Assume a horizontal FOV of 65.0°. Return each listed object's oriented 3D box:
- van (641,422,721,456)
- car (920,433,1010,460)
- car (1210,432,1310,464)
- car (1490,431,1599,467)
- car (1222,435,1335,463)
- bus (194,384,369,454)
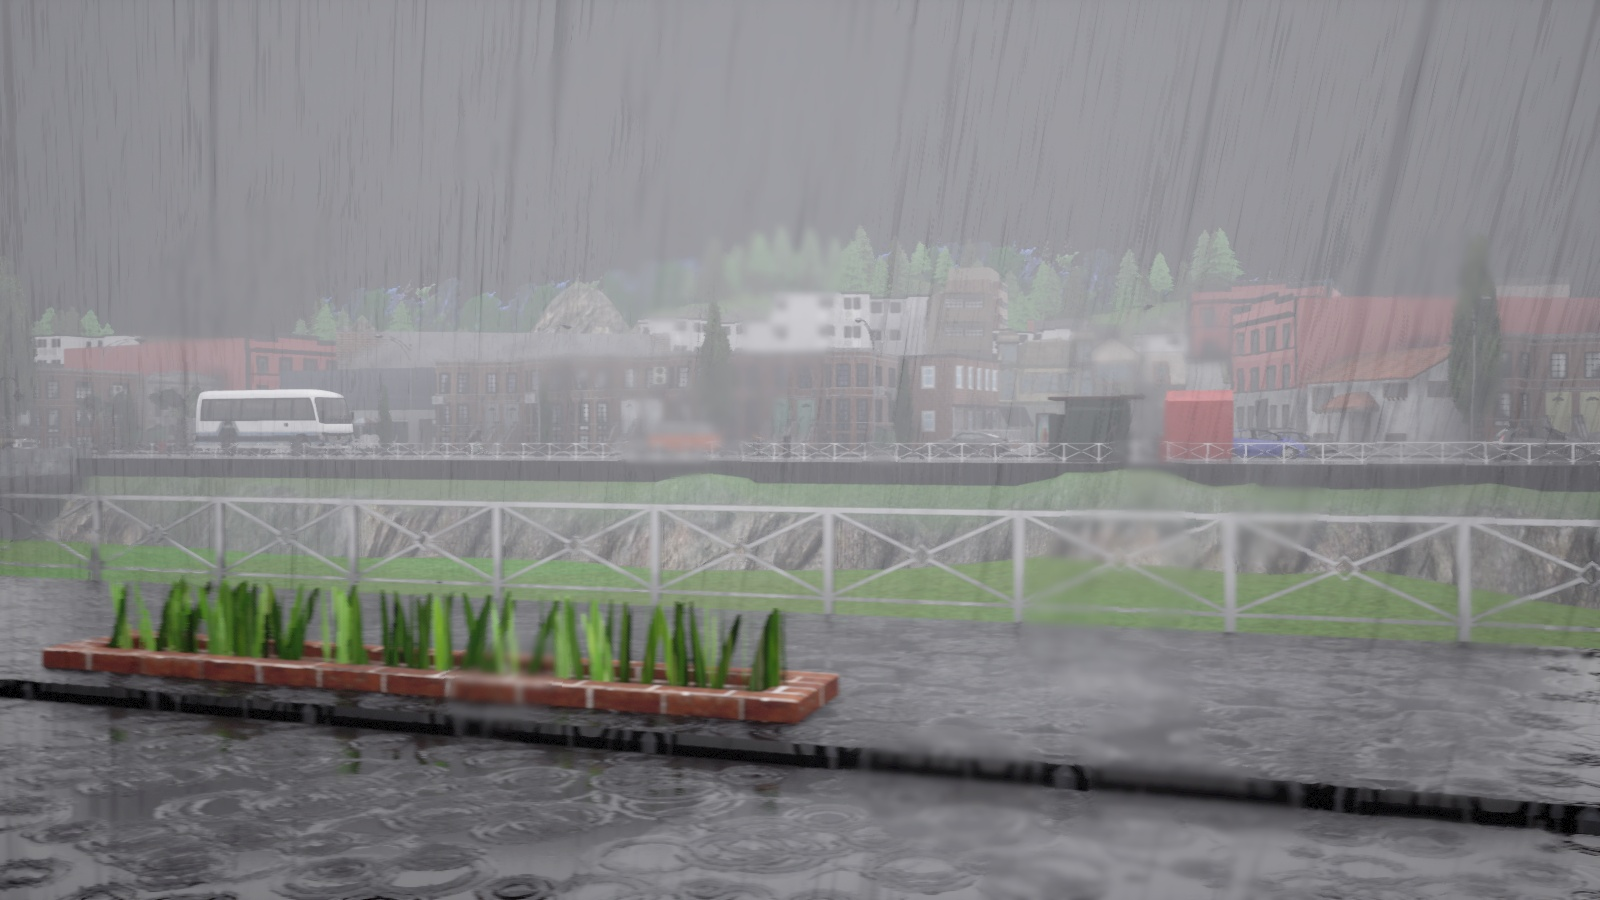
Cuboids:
[{"bbox_3d":[-7.128,-0.655,75.416,4.442,1.987,1.775,1,1,19],"label":"van"},{"bbox_3d":[9.194,-0.233,69.939,4.674,1.442,1.812,1,1,19],"label":"car"},{"bbox_3d":[22.408,-0.124,61.317,4.514,1.525,2.007,0,1,19],"label":"car"},{"bbox_3d":[33.980,-0.067,57.405,3.988,1.617,1.851,1,1,19],"label":"car"},{"bbox_3d":[24.606,-0.070,64.764,5.357,1.411,2.033,1,1,19],"label":"car"},{"bbox_3d":[-32.972,-1.953,79.867,10.273,4.253,3.944,1,1,19],"label":"bus"}]
